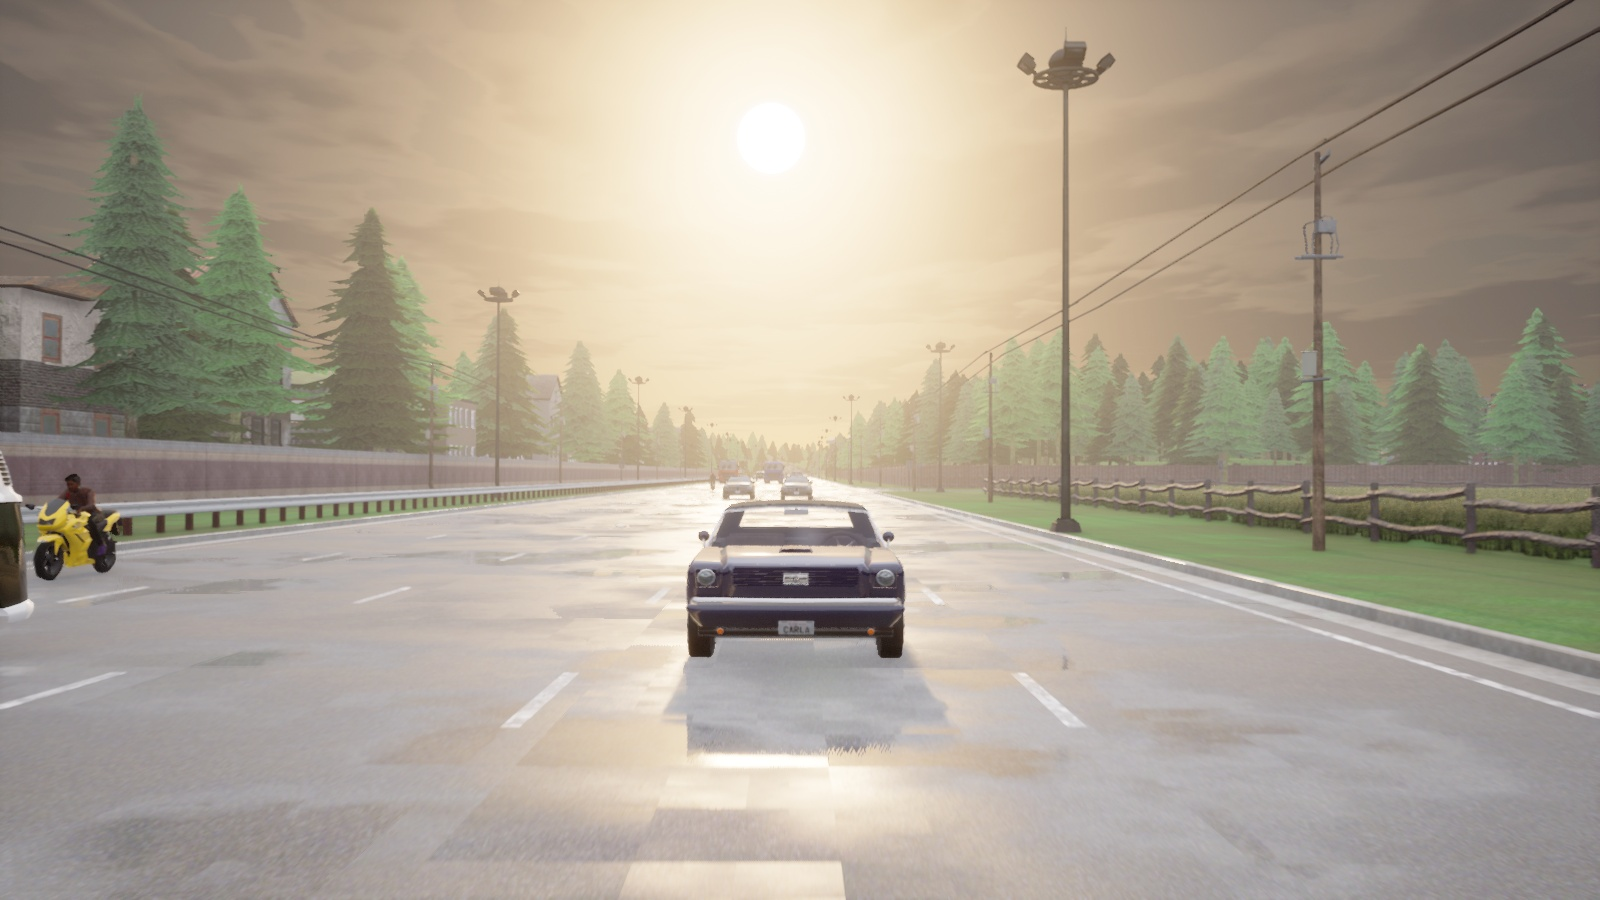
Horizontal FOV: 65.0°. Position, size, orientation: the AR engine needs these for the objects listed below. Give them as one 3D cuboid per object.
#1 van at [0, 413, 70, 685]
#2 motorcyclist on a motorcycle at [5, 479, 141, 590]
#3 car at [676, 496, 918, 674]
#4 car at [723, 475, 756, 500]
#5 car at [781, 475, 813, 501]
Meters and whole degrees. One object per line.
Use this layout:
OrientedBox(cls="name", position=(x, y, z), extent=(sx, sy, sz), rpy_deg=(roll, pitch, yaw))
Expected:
OrientedBox(cls="van", position=(-7.021, 0.718, 8.043), extent=(2.069, 2.038, 4.480), rpy_deg=(0, -1, 0))
OrientedBox(cls="motorcyclist on a motorcycle", position=(-10.545, 1.182, 18.315), extent=(0.797, 1.523, 2.044), rpy_deg=(0, -1, 0))
OrientedBox(cls="car", position=(-0.030, 1.145, 12.225), extent=(1.895, 1.301, 4.718), rpy_deg=(0, -1, 0))
OrientedBox(cls="car", position=(-3.689, 2.288, 77.016), extent=(1.812, 1.442, 4.674), rpy_deg=(0, -1, 0))
OrientedBox(cls="car", position=(-0.182, 2.222, 74.220), extent=(1.812, 1.442, 4.674), rpy_deg=(0, -1, 0))
